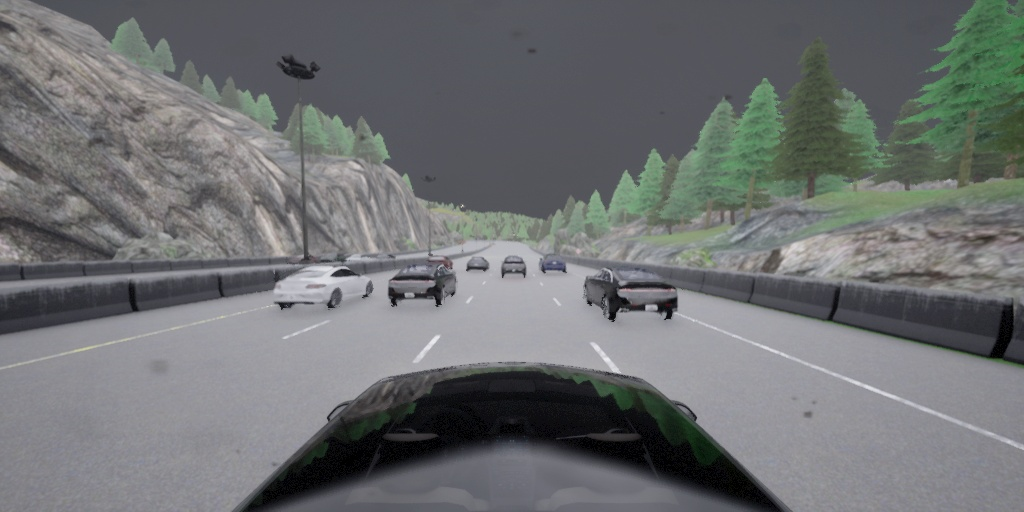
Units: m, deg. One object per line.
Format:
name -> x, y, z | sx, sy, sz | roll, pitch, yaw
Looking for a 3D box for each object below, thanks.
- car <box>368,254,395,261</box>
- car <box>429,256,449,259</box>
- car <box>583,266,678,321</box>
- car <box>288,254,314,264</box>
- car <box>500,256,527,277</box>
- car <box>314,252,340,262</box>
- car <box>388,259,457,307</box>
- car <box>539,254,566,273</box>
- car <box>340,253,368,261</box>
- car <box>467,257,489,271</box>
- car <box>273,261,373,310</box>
car -> -17.478, 0.482, 49.095 | 1.837, 1.490, 4.892 | 0, 0, 1
car -> -6.860, 0.699, 34.086 | 1.882, 1.535, 5.008 | 0, 1, 0
car -> 3.613, 1.078, 11.693 | 2.128, 1.511, 4.902 | 0, 1, 0
car -> -27.987, 0.514, 48.303 | 1.812, 1.442, 4.674 | 0, 1, 1
car -> 0.134, 0.808, 28.142 | 2.128, 1.511, 4.902 | 0, 1, 0
car -> -24.479, 0.326, 49.141 | 2.097, 1.767, 4.553 | 0, 1, 1
car -> -3.384, 1.036, 14.278 | 2.128, 1.511, 4.902 | 0, 1, 0
car -> 3.639, 0.596, 32.748 | 2.097, 1.767, 4.553 | 0, 1, 0
car -> -20.984, 0.509, 48.586 | 1.812, 1.442, 4.674 | 0, 1, 1
car -> -3.357, 0.758, 35.761 | 1.994, 1.385, 4.181 | 0, 1, 0
car -> -6.885, 1.083, 13.505 | 1.812, 1.442, 4.674 | 0, 1, 0
